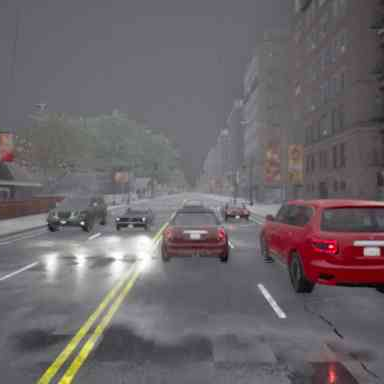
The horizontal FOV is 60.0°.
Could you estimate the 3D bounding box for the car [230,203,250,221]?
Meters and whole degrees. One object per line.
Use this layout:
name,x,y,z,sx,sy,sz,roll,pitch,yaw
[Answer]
car,3.355,1.540,26.660,1.895,1.301,4.718,0,0,0

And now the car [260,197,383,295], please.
car,3.336,1.200,8.807,2.150,2.045,5.566,0,0,0

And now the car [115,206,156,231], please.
car,-3.345,1.555,20.339,1.895,1.301,4.718,0,0,0

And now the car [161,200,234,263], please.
car,0.100,1.328,12.056,2.097,1.767,4.553,0,0,0

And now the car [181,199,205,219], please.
car,0.105,1.410,28.906,1.882,1.535,5.008,0,0,0

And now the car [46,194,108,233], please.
car,-6.596,1.177,19.830,2.150,2.045,5.566,0,0,0

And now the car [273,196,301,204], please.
car,16.389,1.445,57.528,4.313,1.339,1.947,0,0,0

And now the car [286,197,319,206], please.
car,16.393,1.432,49.503,4.206,1.307,1.802,0,0,0
